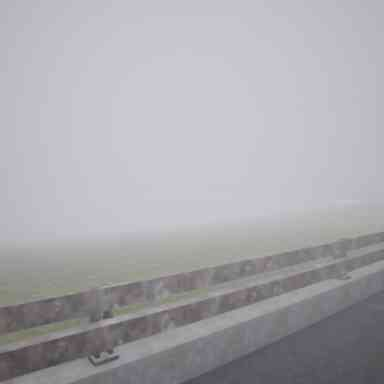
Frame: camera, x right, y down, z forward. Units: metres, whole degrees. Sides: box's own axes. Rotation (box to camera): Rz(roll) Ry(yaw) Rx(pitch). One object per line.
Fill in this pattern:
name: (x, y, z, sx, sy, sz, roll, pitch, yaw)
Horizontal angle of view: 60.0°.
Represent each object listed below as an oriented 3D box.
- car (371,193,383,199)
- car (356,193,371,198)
car: (45.903, 0.957, 80.047, 1.994, 1.385, 4.181, -1, 0, -1)
car: (42.425, 0.958, 82.009, 1.837, 1.490, 4.892, -1, 0, -1)
